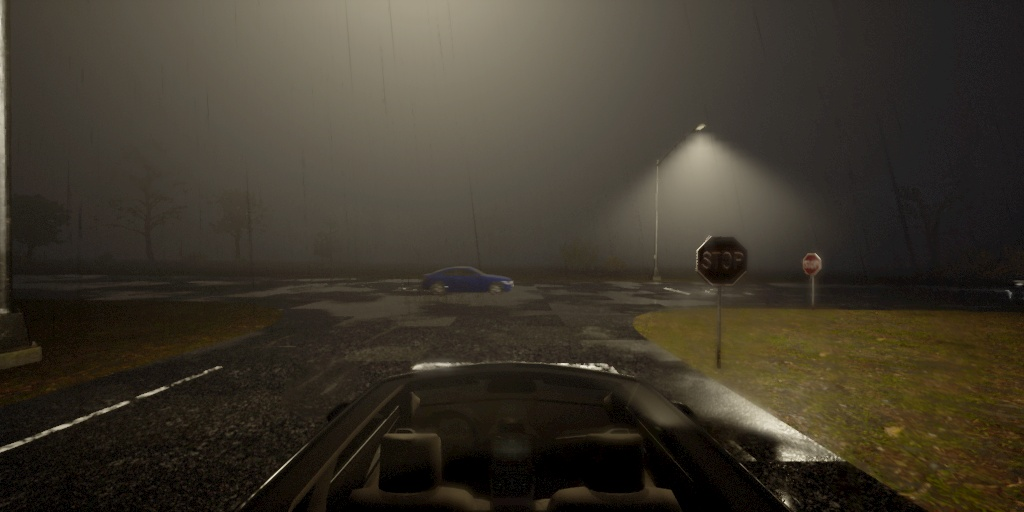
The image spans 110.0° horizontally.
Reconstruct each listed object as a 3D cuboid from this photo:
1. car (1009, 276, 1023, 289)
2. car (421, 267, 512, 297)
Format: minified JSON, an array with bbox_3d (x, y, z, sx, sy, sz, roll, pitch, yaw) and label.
[{"bbox_3d":[38.166,1.733,25.189,4.902,1.511,2.128,0,1,0],"label":"car"},{"bbox_3d":[-2.311,1.275,18.471,4.674,1.442,1.812,0,0,0],"label":"car"}]
